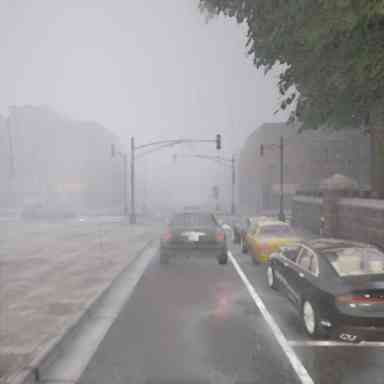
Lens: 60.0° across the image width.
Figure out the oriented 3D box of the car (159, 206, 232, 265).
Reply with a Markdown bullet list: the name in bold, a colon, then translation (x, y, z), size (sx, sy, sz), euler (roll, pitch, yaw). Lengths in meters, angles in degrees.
- **car**: translation (0.062, 1.383, 11.976), size (2.097, 1.767, 4.553), euler (0, 0, 0)

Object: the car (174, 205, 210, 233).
- **car**: translation (0.004, 1.617, 21.409), size (2.033, 1.411, 5.357), euler (0, -1, 0)

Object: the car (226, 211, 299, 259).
- **car**: translation (2.647, 1.586, 13.572), size (2.008, 1.369, 4.403), euler (-1, 0, 0)

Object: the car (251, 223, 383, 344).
- **car**: translation (2.620, 1.567, 6.437), size (2.008, 1.369, 4.403), euler (-1, 0, 0)

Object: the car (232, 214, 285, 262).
- **car**: translation (2.671, 1.555, 11.598), size (1.752, 1.417, 4.829), euler (-1, 0, 0)

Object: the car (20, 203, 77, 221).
- **car**: translation (-11.605, 1.597, 27.041), size (4.181, 1.385, 1.994), euler (1, 1, 1)
